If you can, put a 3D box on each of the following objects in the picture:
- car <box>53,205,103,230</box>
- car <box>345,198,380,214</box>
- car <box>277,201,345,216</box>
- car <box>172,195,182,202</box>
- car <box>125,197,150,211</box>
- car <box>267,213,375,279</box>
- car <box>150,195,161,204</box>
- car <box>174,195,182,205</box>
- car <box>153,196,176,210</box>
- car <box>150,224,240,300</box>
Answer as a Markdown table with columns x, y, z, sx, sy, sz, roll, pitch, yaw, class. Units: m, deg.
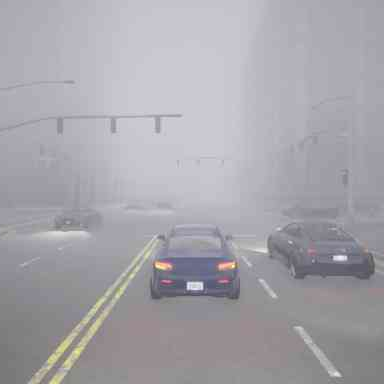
| x | y | z | sx | sy | sz | roll | pitch | yaw | class |
| --- | --- | --- | --- | --- | --- | --- | --- | --- | --- |
| -7.053 | 1.539 | 20.928 | 1.994 | 1.385 | 4.181 | 0 | 0 | 0 | car |
| 16.784 | 1.422 | 34.535 | 5.008 | 1.535 | 1.882 | 0 | 0 | 0 | car |
| 9.543 | 1.551 | 27.290 | 4.718 | 1.301 | 1.895 | 0 | 0 | 5 | car |
| -3.329 | 1.478 | 75.405 | 1.882 | 1.535 | 5.008 | 0 | 0 | 0 | car |
| -7.005 | 1.547 | 41.671 | 2.033 | 1.411 | 5.357 | 0 | 0 | 0 | car |
| 3.594 | 1.564 | 10.029 | 1.994 | 1.385 | 4.181 | 0 | 0 | 0 | car |
| -6.960 | 1.547 | 56.412 | 2.033 | 1.411 | 5.357 | 0 | 0 | 0 | car |
| -3.439 | 1.491 | 60.199 | 2.128 | 1.511 | 4.902 | 0 | 0 | 0 | car |
| -3.502 | 1.601 | 43.144 | 1.895 | 1.301 | 4.718 | 0 | 0 | 0 | car |
| 0.078 | 1.526 | 8.293 | 1.812 | 1.442 | 4.674 | 0 | 0 | 1 | car |
